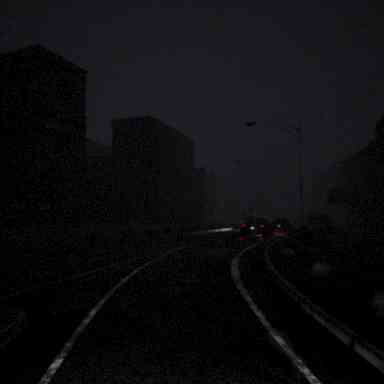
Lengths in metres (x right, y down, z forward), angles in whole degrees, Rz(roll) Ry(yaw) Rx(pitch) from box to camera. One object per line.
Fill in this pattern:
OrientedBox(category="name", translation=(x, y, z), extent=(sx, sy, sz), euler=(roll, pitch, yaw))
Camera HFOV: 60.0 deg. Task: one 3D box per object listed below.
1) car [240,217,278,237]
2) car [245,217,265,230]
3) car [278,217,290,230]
OrientedBox(category="car", translation=(5.052, 2.684, 25.526), extent=(1.994, 1.385, 4.181), euler=(-1, -5, 22))
OrientedBox(category="car", translation=(8.134, 3.942, 42.386), extent=(1.837, 1.490, 4.892), euler=(-1, -5, 19))
OrientedBox(category="car", translation=(10.631, 3.760, 39.889), extent=(1.837, 1.490, 4.892), euler=(-1, -5, 20))
